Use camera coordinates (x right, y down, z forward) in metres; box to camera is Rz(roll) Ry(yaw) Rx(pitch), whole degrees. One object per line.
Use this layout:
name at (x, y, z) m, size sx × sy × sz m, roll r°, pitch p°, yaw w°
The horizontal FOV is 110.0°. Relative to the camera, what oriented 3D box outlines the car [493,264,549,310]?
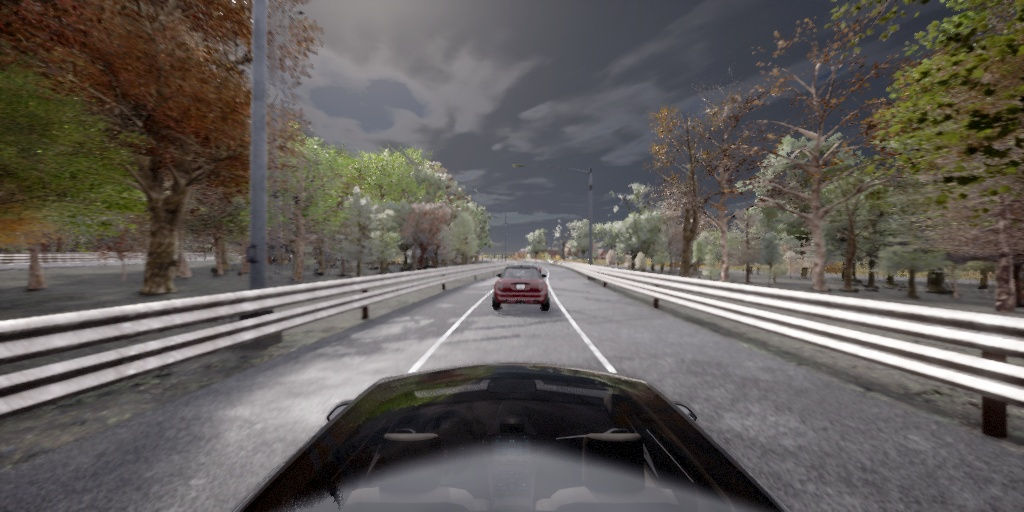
car at (0.416, 1.168, 15.329) m, size 2.097 × 1.767 × 4.553 m, roll 0°, pitch 0°, yaw 3°
